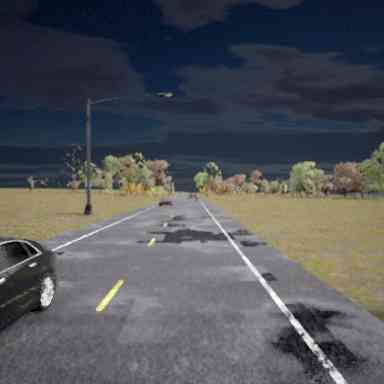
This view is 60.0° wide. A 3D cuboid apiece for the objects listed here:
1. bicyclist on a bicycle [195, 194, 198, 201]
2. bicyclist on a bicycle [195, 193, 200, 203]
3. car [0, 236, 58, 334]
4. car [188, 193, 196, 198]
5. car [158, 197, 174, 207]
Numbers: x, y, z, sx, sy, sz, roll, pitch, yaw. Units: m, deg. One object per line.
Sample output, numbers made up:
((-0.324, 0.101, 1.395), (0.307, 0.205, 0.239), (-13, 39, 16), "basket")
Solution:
((0.971, 1.132, 70.499), (0.582, 1.620, 1.656), (0, 0, 0), "bicyclist on a bicycle")
((0.964, 1.158, 61.515), (0.866, 1.612, 1.509), (0, 0, 0), "bicyclist on a bicycle")
((-3.600, 1.483, 4.806), (1.837, 1.490, 4.892), (0, 0, 0), "car")
((0.011, 1.008, 89.293), (1.812, 1.442, 4.674), (0, 0, 0), "car")
((-3.578, 1.395, 46.146), (1.895, 1.301, 4.718), (0, 0, 0), "car")
